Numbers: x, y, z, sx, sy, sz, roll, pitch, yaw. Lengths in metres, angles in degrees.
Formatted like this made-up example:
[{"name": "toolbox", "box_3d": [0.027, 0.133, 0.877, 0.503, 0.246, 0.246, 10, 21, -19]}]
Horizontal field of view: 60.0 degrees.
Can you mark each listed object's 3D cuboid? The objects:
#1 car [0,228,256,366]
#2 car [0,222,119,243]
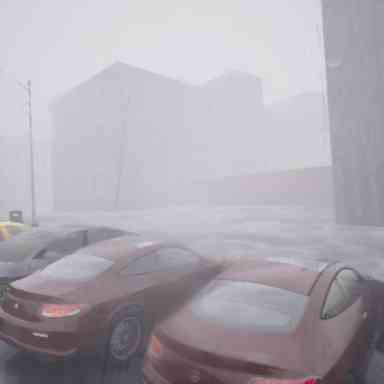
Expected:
[{"name": "car", "box_3d": [-0.838, 1.522, 5.911, 2.002, 1.452, 4.674, 0, 0, 36]}, {"name": "car", "box_3d": [-3.124, 1.512, 7.509, 2.163, 1.488, 4.792, 0, 0, 35]}]
